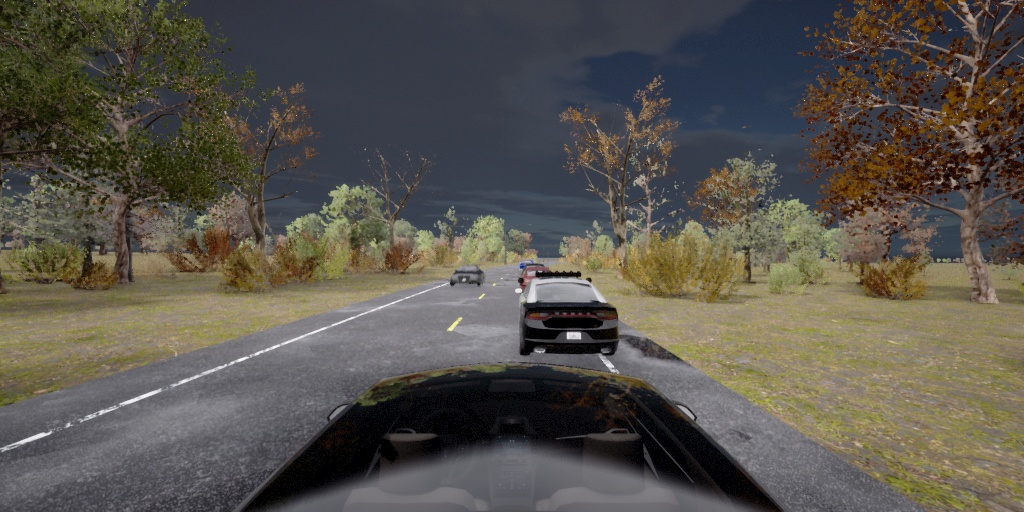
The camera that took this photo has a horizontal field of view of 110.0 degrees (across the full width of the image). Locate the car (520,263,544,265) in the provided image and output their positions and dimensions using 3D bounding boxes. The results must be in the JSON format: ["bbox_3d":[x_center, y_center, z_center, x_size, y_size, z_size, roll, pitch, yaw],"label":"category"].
[{"bbox_3d":[1.325,1.281,18.633,1.812,1.442,4.674,0,0,2],"label":"car"}]

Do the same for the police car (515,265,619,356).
[{"bbox_3d":[1.107,1.177,8.790,1.930,1.638,5.238,0,0,1],"label":"police car"}]

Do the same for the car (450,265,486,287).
[{"bbox_3d":[-2.972,1.325,24.724,1.994,1.385,4.181,0,0,2],"label":"car"}]

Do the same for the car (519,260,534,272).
[{"bbox_3d":[2.110,1.313,50.351,1.882,1.535,5.008,0,0,5],"label":"car"}]

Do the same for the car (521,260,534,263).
[{"bbox_3d":[1.533,1.266,24.603,1.837,1.490,4.892,0,0,2],"label":"car"}]
